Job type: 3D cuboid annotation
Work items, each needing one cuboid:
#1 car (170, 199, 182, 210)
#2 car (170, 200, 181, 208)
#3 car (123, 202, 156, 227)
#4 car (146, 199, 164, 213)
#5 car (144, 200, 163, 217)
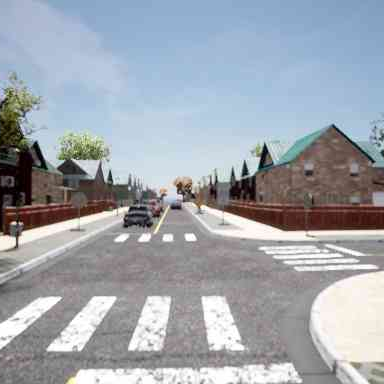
[{"bbox_3d":[-2.627,2.161,55.175,2.033,1.411,5.357,0,-1,-3],"label":"car"},{"bbox_3d":[-3.180,2.323,64.567,1.994,1.385,4.181,0,-1,-3],"label":"car"},{"bbox_3d":[-3.908,1.720,24.595,1.837,1.490,4.892,0,-1,-3],"label":"car"},{"bbox_3d":[-5.001,1.825,45.322,2.097,1.767,4.553,0,-1,-3],"label":"car"},{"bbox_3d":[-4.463,1.689,35.056,2.097,1.767,4.553,0,-1,-3],"label":"car"}]
